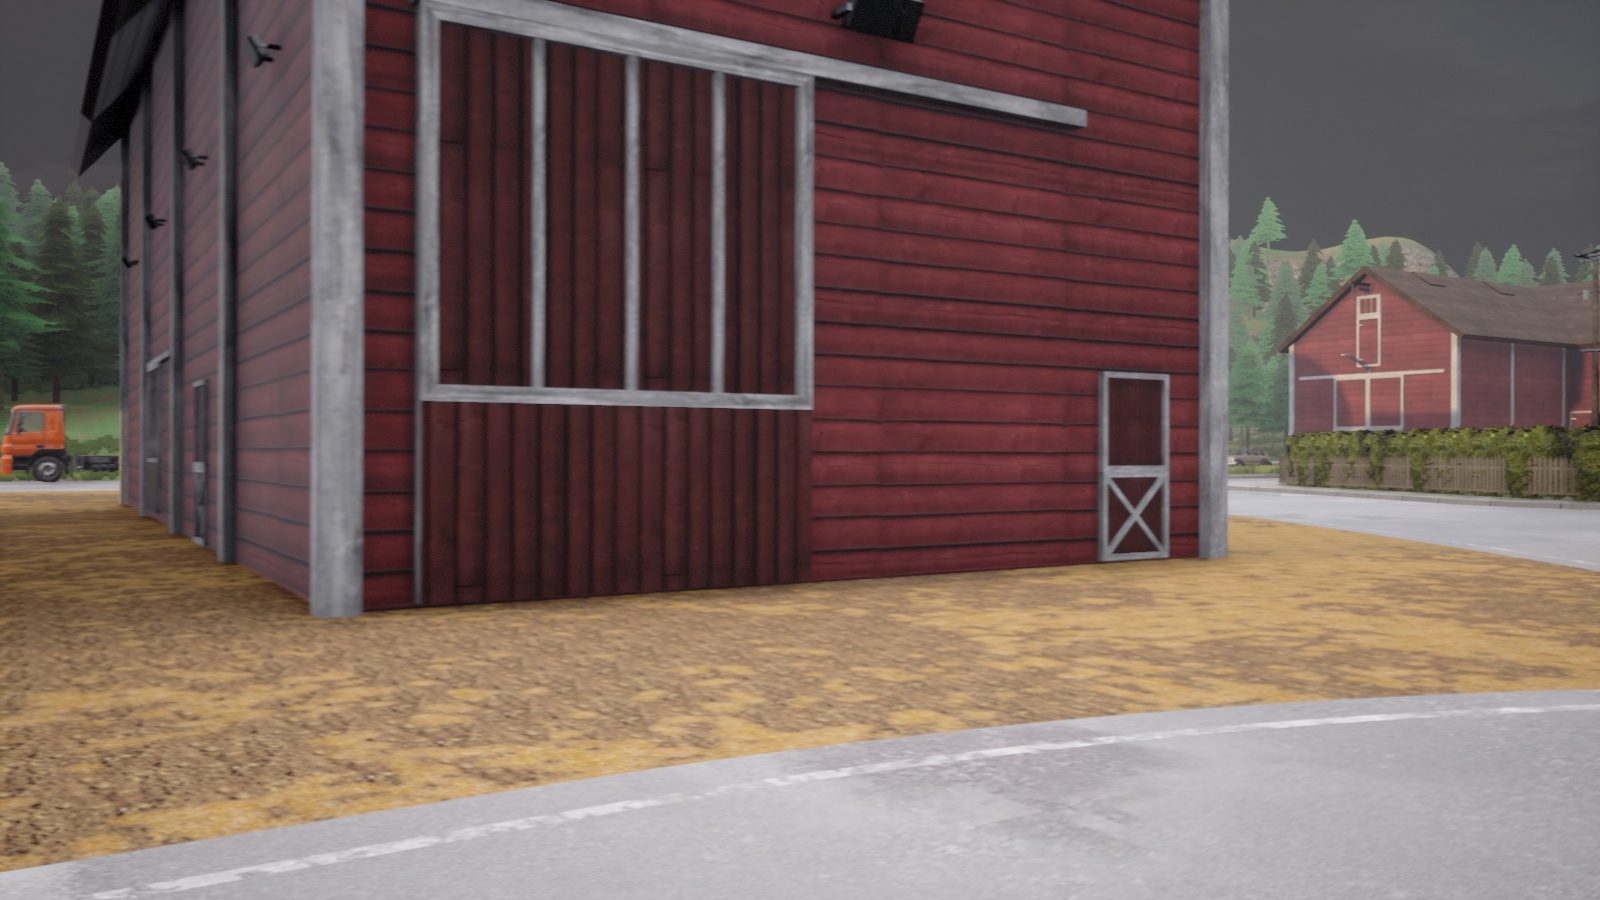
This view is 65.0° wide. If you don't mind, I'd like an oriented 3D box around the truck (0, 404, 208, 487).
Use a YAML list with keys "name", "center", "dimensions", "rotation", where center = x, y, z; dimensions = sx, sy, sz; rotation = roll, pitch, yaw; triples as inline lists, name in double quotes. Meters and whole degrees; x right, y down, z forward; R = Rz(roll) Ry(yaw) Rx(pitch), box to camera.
- name: "truck"
  center: [-30.807, -0.184, 55.741]
  dimensions: [7.936, 3.462, 2.891]
  rotation: [0, 0, -32]
